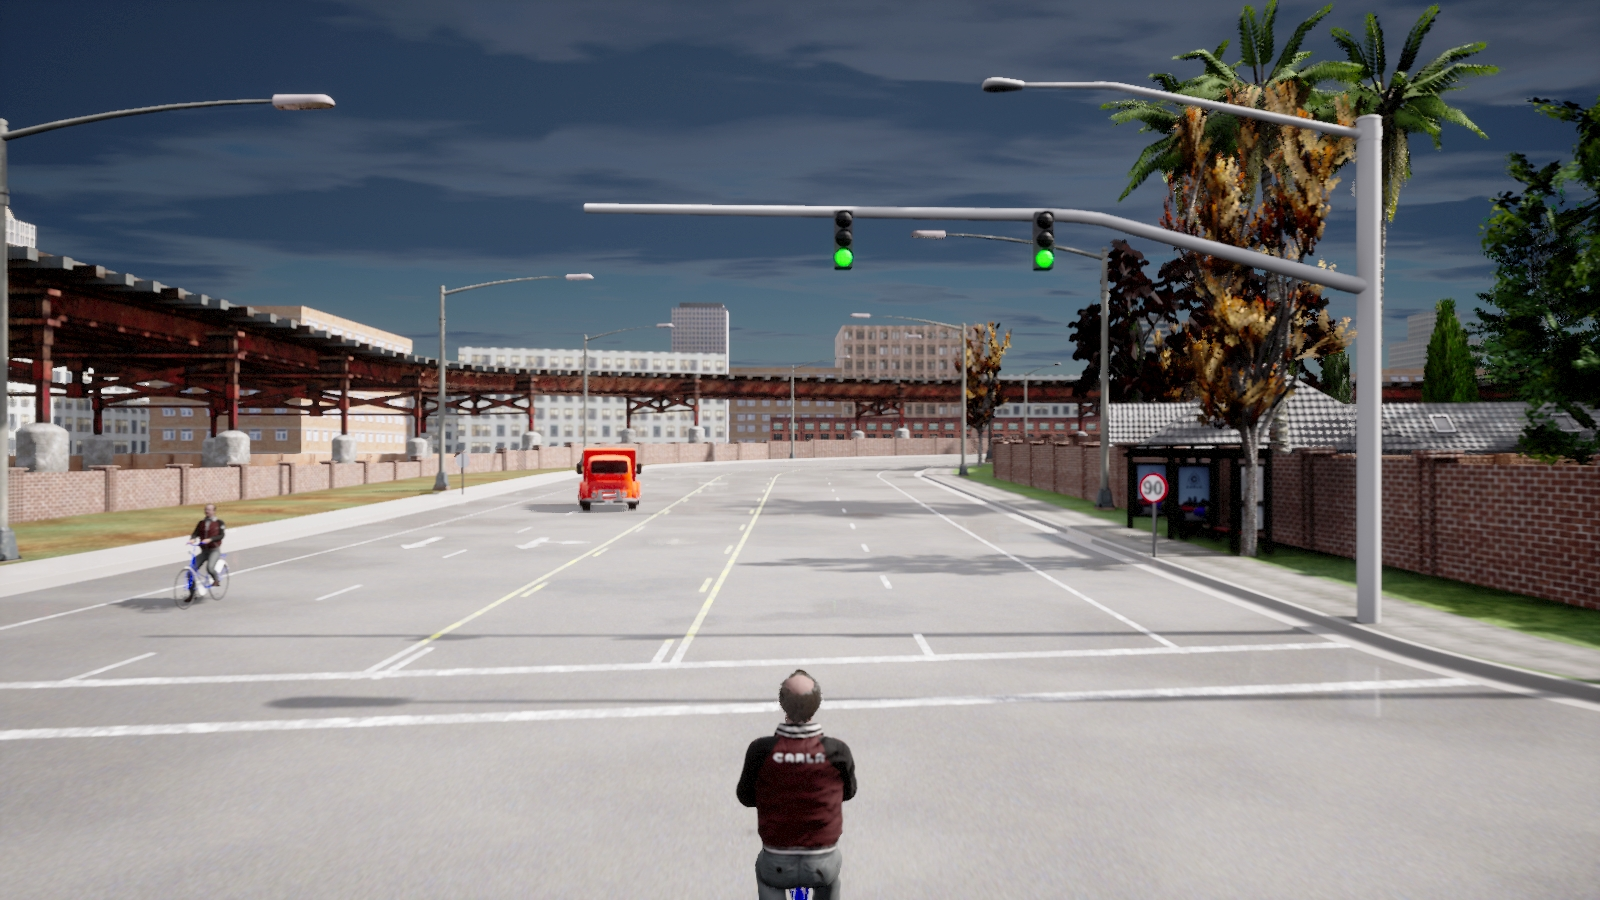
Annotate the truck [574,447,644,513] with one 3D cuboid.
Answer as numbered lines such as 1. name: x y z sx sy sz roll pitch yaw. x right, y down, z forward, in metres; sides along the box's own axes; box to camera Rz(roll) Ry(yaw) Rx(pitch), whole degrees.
1. truck: -7.721 1.140 46.349 2.627 2.467 5.204 0 0 -9

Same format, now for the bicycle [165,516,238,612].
1. bicycle: -10.489 1.959 20.084 0.329 1.496 1.835 0 0 0

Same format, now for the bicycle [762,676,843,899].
1. bicycle: 0.013 2.033 5.575 0.329 1.496 1.835 0 0 0
